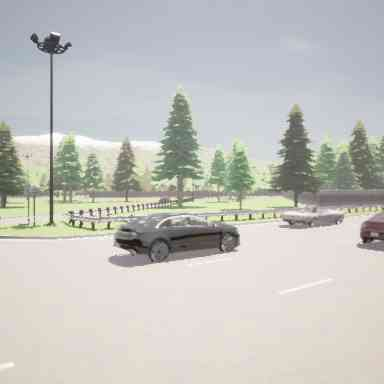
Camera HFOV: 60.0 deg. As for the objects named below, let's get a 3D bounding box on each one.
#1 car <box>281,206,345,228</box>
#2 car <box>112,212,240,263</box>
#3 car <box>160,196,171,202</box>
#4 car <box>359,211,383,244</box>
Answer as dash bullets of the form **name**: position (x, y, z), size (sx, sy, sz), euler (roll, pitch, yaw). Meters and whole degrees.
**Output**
- **car**: position (8.266, 1.600, 22.498), size (4.718, 1.301, 1.895), euler (0, 0, -35)
- **car**: position (-0.403, 1.491, 12.043), size (4.902, 1.511, 2.128), euler (0, 0, -35)
- **car**: position (-5.542, 1.525, 69.794), size (1.812, 1.442, 4.674), euler (0, 0, 5)
- **car**: position (9.120, 1.526, 14.519), size (4.674, 1.442, 1.812), euler (0, 0, -35)
